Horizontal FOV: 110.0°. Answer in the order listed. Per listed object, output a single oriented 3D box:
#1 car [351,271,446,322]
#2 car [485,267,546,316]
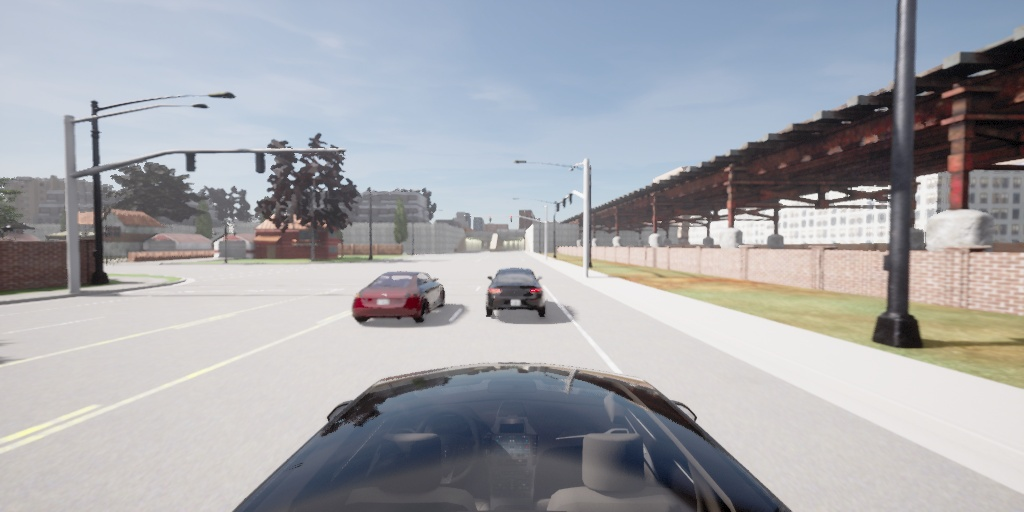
[{"bbox_3d":[-3.398,1.153,11.480,1.994,1.385,4.181,0,1,0],"label":"car"},{"bbox_3d":[0.105,1.104,12.293,1.812,1.442,4.674,0,1,0],"label":"car"}]
